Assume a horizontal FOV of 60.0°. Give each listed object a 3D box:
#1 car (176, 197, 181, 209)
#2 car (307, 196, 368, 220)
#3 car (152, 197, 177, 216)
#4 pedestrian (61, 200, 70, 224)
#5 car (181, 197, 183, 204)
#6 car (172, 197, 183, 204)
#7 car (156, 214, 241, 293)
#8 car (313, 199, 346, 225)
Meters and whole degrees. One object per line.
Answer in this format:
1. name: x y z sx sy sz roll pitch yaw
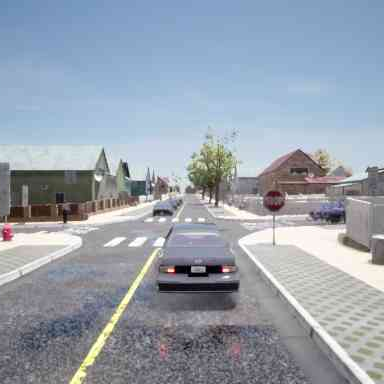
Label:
1. car: -2.818 1.565 42.545 1.994 1.385 4.181 0 0 0
2. car: 10.267 1.071 22.579 4.553 1.767 2.097 -2 -1 2
3. car: -2.794 1.549 32.754 2.033 1.411 5.357 0 0 -1
4. pedestrian: -9.673 1.462 25.301 0.375 1.860 0.375 0 0 0
5. car: -2.801 1.490 52.878 2.128 1.511 4.902 0 0 0
6. car: -2.752 1.594 63.776 1.895 1.301 4.718 0 0 1
7. car: 0.080 1.550 8.972 2.033 1.411 5.357 0 0 -1
8. car: 9.979 1.264 19.536 4.718 1.301 1.895 -2 -1 0
